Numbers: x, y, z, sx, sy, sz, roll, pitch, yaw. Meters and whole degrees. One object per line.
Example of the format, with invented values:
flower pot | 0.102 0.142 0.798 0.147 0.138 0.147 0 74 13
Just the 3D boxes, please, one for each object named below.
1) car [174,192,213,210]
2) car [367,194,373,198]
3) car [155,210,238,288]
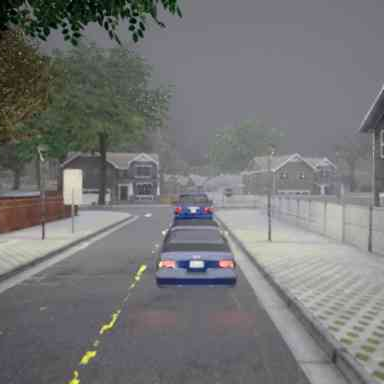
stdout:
car | 0.080 1.031 19.756 2.150 2.045 5.566 0 1 0
car | 23.532 1.045 42.688 4.553 1.767 2.097 0 1 -15
car | 0.091 1.458 9.104 2.033 1.411 5.357 0 1 0
